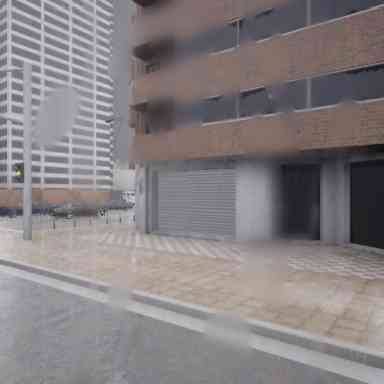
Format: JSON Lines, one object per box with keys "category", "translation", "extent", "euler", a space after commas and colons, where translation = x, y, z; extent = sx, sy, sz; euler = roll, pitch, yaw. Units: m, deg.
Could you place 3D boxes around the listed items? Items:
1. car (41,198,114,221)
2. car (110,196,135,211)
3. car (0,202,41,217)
{"category": "car", "translation": [-9.277, 1.491, 27.311], "extent": [2.128, 1.511, 4.902], "euler": [0, 0, 36]}
{"category": "car", "translation": [-9.374, 1.547, 39.410], "extent": [2.033, 1.411, 5.357], "euler": [0, 0, 36]}
{"category": "car", "translation": [-15.529, 1.601, 30.953], "extent": [1.895, 1.301, 4.718], "euler": [0, 0, 36]}
